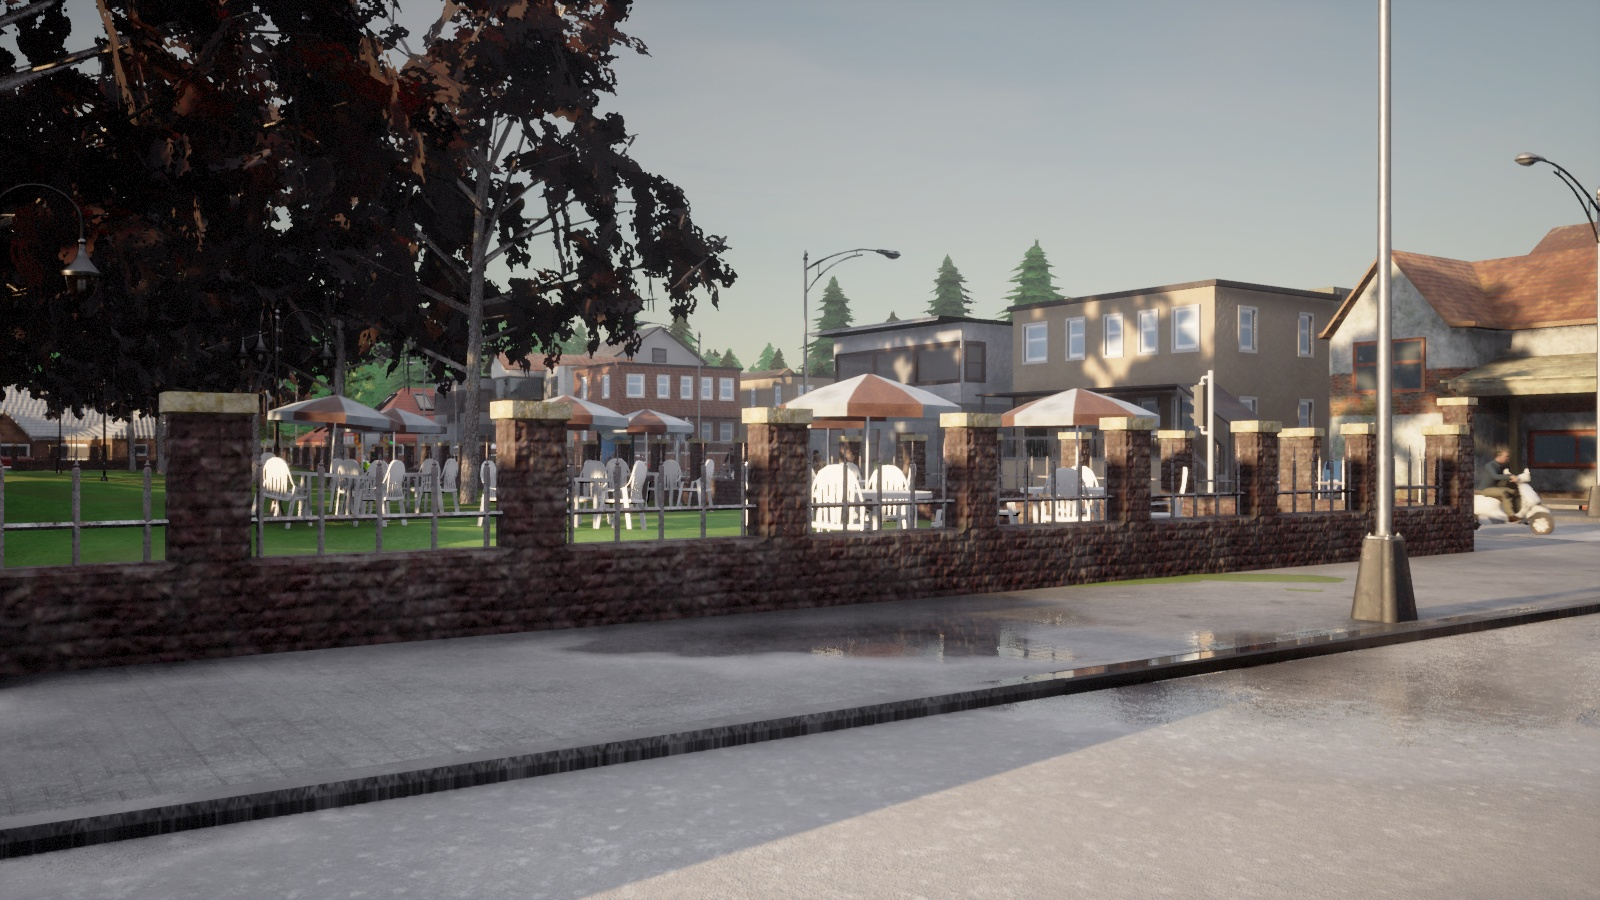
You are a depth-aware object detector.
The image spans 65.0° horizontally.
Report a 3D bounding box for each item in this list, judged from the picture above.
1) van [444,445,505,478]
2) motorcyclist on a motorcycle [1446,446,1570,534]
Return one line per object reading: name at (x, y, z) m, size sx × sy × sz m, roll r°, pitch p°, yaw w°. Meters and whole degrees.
van at (-20.630, 0.706, 79.472) m, size 2.069 × 2.038 × 4.480 m, roll 0°, pitch 0°, yaw -39°
motorcyclist on a motorcycle at (13.288, 0.728, 23.610) m, size 0.866 × 1.590 × 1.817 m, roll 0°, pitch 0°, yaw -35°
